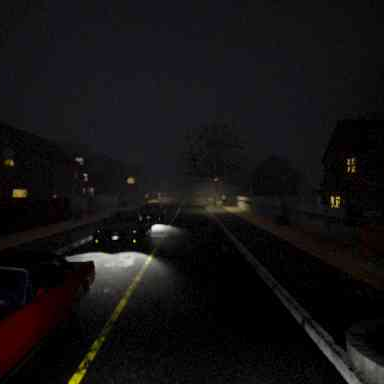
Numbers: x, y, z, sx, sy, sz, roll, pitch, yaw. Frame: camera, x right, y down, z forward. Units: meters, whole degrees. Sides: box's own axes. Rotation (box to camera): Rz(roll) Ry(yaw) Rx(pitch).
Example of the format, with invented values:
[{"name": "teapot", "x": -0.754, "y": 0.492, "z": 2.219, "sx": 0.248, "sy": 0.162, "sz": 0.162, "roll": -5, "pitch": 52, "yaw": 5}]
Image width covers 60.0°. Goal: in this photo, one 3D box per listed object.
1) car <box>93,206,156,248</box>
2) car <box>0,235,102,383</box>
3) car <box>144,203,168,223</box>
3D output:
[{"name": "car", "x": -2.896, "y": 1.532, "z": 14.521, "sx": 1.994, "sy": 1.385, "sz": 4.181, "roll": 0, "pitch": 0, "yaw": 0}, {"name": "car", "x": -2.858, "y": 1.594, "z": 4.513, "sx": 1.895, "sy": 1.301, "sz": 4.718, "roll": 0, "pitch": 0, "yaw": 0}, {"name": "car", "x": -2.892, "y": 1.501, "z": 24.448, "sx": 1.994, "sy": 1.385, "sz": 4.181, "roll": 0, "pitch": 0, "yaw": 1}]
